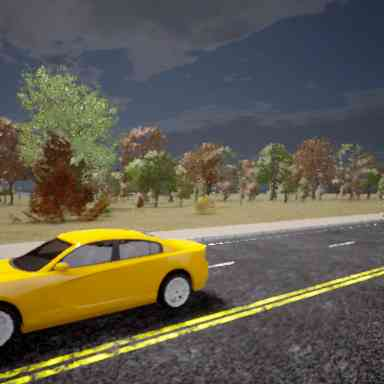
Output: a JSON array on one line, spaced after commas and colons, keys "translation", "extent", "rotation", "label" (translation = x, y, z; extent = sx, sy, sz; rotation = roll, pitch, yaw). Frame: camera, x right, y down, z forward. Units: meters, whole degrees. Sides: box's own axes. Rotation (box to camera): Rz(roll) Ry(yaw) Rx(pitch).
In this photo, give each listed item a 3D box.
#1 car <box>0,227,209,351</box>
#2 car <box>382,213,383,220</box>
[{"translation": [-1.986, 1.473, 6.245], "extent": [5.008, 1.535, 1.882], "rotation": [0, 0, -36], "label": "car"}, {"translation": [14.528, 1.536, 21.956], "extent": [4.718, 1.301, 1.895], "rotation": [0, 0, -35], "label": "car"}]
